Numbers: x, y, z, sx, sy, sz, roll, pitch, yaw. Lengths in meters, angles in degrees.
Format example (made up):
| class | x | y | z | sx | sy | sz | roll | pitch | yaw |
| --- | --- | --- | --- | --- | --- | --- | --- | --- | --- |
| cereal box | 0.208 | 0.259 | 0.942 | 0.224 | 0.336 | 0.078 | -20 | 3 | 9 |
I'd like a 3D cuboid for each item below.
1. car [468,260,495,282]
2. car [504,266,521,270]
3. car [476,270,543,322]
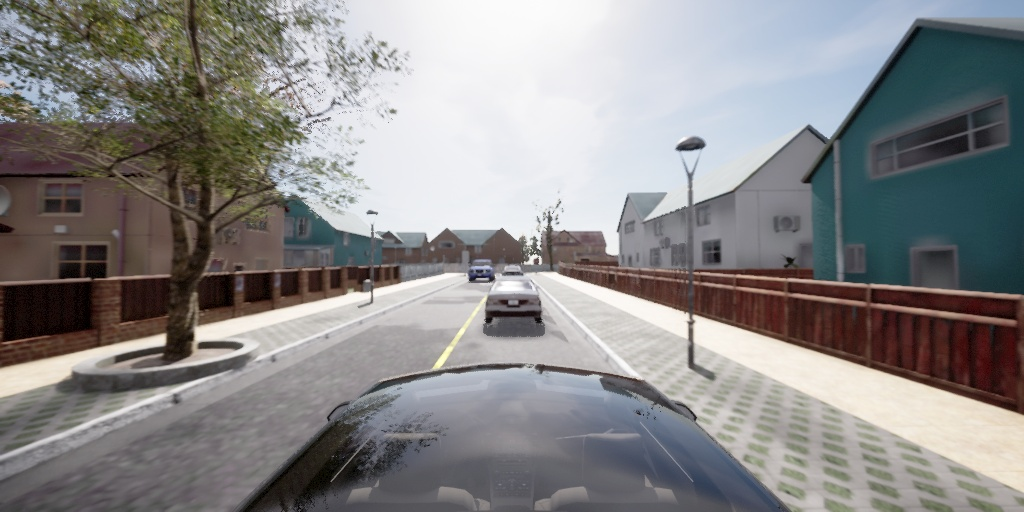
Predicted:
| class | x | y | z | sx | sy | sz | roll | pitch | yaw |
| --- | --- | --- | --- | --- | --- | --- | --- | --- | --- |
| car | -2.854 | 1.365 | 34.369 | 2.150 | 2.045 | 5.566 | 0 | -1 | 0 |
| car | 0.063 | 1.601 | 31.118 | 1.837 | 1.490 | 4.892 | 0 | -1 | 0 |
| car | 0.058 | 1.408 | 12.819 | 2.033 | 1.411 | 5.357 | 0 | -1 | 0 |
